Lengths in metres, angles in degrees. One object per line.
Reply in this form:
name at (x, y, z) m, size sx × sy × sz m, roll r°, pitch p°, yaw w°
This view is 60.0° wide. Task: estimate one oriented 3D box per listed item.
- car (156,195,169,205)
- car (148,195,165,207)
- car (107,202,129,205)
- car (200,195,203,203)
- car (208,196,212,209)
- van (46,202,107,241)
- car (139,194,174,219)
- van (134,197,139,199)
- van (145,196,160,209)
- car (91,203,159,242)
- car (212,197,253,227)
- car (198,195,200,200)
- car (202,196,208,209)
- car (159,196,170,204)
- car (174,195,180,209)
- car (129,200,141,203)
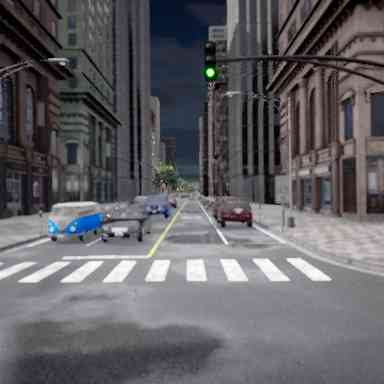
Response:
car at (-5.791, 1.450, 65.678) m, size 2.192 × 1.841 × 5.009 m, roll -1°, pitch 0°, yaw 0°
car at (-5.788, 1.435, 54.796) m, size 2.192 × 1.841 × 5.009 m, roll -1°, pitch 0°, yaw 0°
car at (-5.779, 1.517, 22.148) m, size 1.967 × 1.590 × 4.097 m, roll -1°, pitch 0°, yaw 0°
car at (2.738, 1.446, 54.804) m, size 1.967 × 1.590 × 4.097 m, roll -1°, pitch 0°, yaw 0°
car at (2.743, 1.283, 27.600) m, size 2.192 × 1.841 × 5.009 m, roll -1°, pitch 0°, yaw 0°
van at (-5.778, 1.412, 16.708) m, size 1.690 × 1.788 × 3.998 m, roll -1°, pitch 0°, yaw 0°
car at (-3.115, 1.273, 30.267) m, size 2.150 × 2.045 × 5.566 m, roll -1°, pitch 0°, yaw 0°
van at (-5.784, 1.439, 38.472) m, size 1.690 × 1.788 × 3.998 m, roll -1°, pitch 0°, yaw 0°
van at (-5.787, 1.454, 49.355) m, size 1.690 × 1.788 × 3.998 m, roll -1°, pitch 0°, yaw 0°
car at (-3.115, 1.527, 16.583) m, size 2.128 × 1.511 × 4.902 m, roll -1°, pitch 0°, yaw 0°
car at (2.744, 1.277, 22.159) m, size 2.192 × 1.841 × 5.009 m, roll -1°, pitch 0°, yaw 0°
car at (2.737, 1.566, 65.685) m, size 1.887 × 1.381 × 4.507 m, roll -1°, pitch 0°, yaw 0°
car at (2.742, 1.541, 43.922) m, size 2.008 × 1.369 × 4.403 m, roll -1°, pitch 0°, yaw 0°
car at (-5.791, 1.586, 71.120) m, size 1.967 × 1.590 × 4.097 m, roll -1°, pitch 0°, yaw 0°
car at (-3.070, 1.550, 47.214) m, size 1.882 × 1.535 × 5.008 m, roll -1°, pitch 0°, yaw 1°
car at (-5.779, 1.627, 27.589) m, size 1.887 × 1.381 × 4.507 m, roll -1°, pitch 0°, yaw 0°
